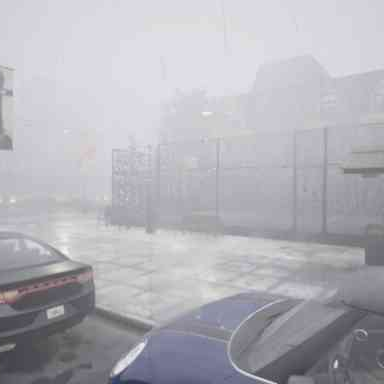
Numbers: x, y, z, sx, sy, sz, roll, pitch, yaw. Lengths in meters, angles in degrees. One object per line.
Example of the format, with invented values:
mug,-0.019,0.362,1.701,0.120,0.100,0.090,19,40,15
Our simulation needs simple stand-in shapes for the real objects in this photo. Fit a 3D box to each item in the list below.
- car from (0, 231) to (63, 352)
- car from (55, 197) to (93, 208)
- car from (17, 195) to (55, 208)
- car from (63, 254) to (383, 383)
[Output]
car,-3.841,1.434,5.862,5.008,1.535,2.097,0,0,35
car,-15.015,1.299,43.248,1.994,1.385,4.181,0,0,35
car,-19.727,1.202,42.611,2.128,1.511,4.902,0,0,35
car,1.478,1.354,2.253,4.553,1.767,2.185,0,0,35
